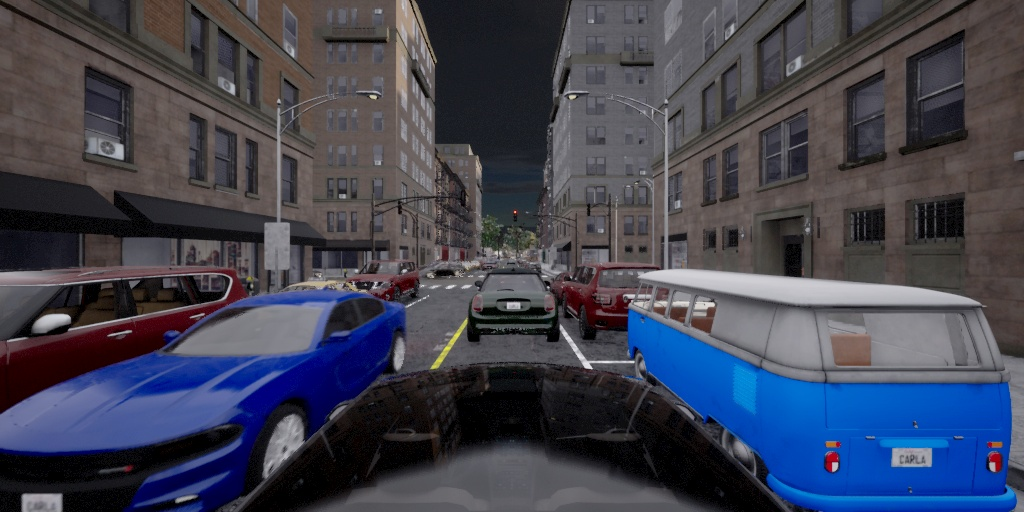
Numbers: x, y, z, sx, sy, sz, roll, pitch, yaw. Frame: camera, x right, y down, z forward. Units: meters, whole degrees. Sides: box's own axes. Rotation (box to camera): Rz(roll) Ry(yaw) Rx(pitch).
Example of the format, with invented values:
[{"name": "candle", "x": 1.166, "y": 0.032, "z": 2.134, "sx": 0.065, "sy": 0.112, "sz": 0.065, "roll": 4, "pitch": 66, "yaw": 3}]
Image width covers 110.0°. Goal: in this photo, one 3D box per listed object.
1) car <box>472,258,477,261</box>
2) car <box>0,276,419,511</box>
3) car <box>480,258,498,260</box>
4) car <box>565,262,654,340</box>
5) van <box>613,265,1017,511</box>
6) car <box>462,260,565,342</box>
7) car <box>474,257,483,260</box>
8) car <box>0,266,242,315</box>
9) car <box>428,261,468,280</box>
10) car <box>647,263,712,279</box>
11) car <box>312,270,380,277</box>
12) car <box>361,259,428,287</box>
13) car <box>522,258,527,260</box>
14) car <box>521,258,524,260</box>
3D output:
[{"name": "car", "x": -5.493, "y": 1.274, "z": 42.394, "sx": 1.751, "sy": 1.417, "sz": 4.829, "roll": 0, "pitch": 0, "yaw": 0}, {"name": "car", "x": -2.855, "y": 1.227, "z": 4.670, "sx": 1.882, "sy": 1.535, "sz": 5.008, "roll": 0, "pitch": 0, "yaw": 0}, {"name": "car", "x": -2.936, "y": 1.313, "z": 48.742, "sx": 1.994, "sy": 1.385, "sz": 4.181, "roll": 0, "pitch": 0, "yaw": 0}, {"name": "car", "x": 2.623, "y": 1.065, "z": 9.892, "sx": 2.192, "sy": 1.841, "sz": 5.009, "roll": 0, "pitch": 0, "yaw": 0}, {"name": "van", "x": 2.634, "y": 1.091, "z": 4.214, "sx": 1.690, "sy": 1.789, "sz": 3.998, "roll": 0, "pitch": 0, "yaw": 0}, {"name": "car", "x": 0.018, "y": 1.102, "z": 9.928, "sx": 2.097, "sy": 1.767, "sz": 4.553, "roll": 0, "pitch": 0, "yaw": 0}, {"name": "car", "x": -5.511, "y": 1.274, "z": 53.358, "sx": 1.751, "sy": 1.417, "sz": 4.829, "roll": 0, "pitch": 0, "yaw": 0}, {"name": "car", "x": -5.403, "y": 1.064, "z": 4.200, "sx": 2.192, "sy": 1.841, "sz": 5.009, "roll": 0, "pitch": 0, "yaw": 0}, {"name": "car", "x": -6.466, "y": 1.259, "z": 32.296, "sx": 2.128, "sy": 1.511, "sz": 4.902, "roll": 1, "pitch": 1, "yaw": 45}, {"name": "car", "x": 14.305, "y": 1.278, "z": 30.752, "sx": 4.718, "sy": 1.301, "sz": 1.895, "roll": 0, "pitch": 0, "yaw": -3}, {"name": "car", "x": -5.414, "y": 1.275, "z": 9.708, "sx": 1.751, "sy": 1.417, "sz": 4.829, "roll": 0, "pitch": 0, "yaw": 0}, {"name": "car", "x": -5.427, "y": 1.064, "z": 15.557, "sx": 2.192, "sy": 1.841, "sz": 5.009, "roll": 0, "pitch": 0, "yaw": 0}, {"name": "car", "x": 2.559, "y": 1.299, "z": 42.580, "sx": 2.007, "sy": 1.370, "sz": 4.403, "roll": 0, "pitch": 0, "yaw": 0}, {"name": "car", "x": 2.549, "y": 1.294, "z": 48.061, "sx": 1.888, "sy": 1.381, "sz": 4.507, "roll": 0, "pitch": 0, "yaw": 0}]
